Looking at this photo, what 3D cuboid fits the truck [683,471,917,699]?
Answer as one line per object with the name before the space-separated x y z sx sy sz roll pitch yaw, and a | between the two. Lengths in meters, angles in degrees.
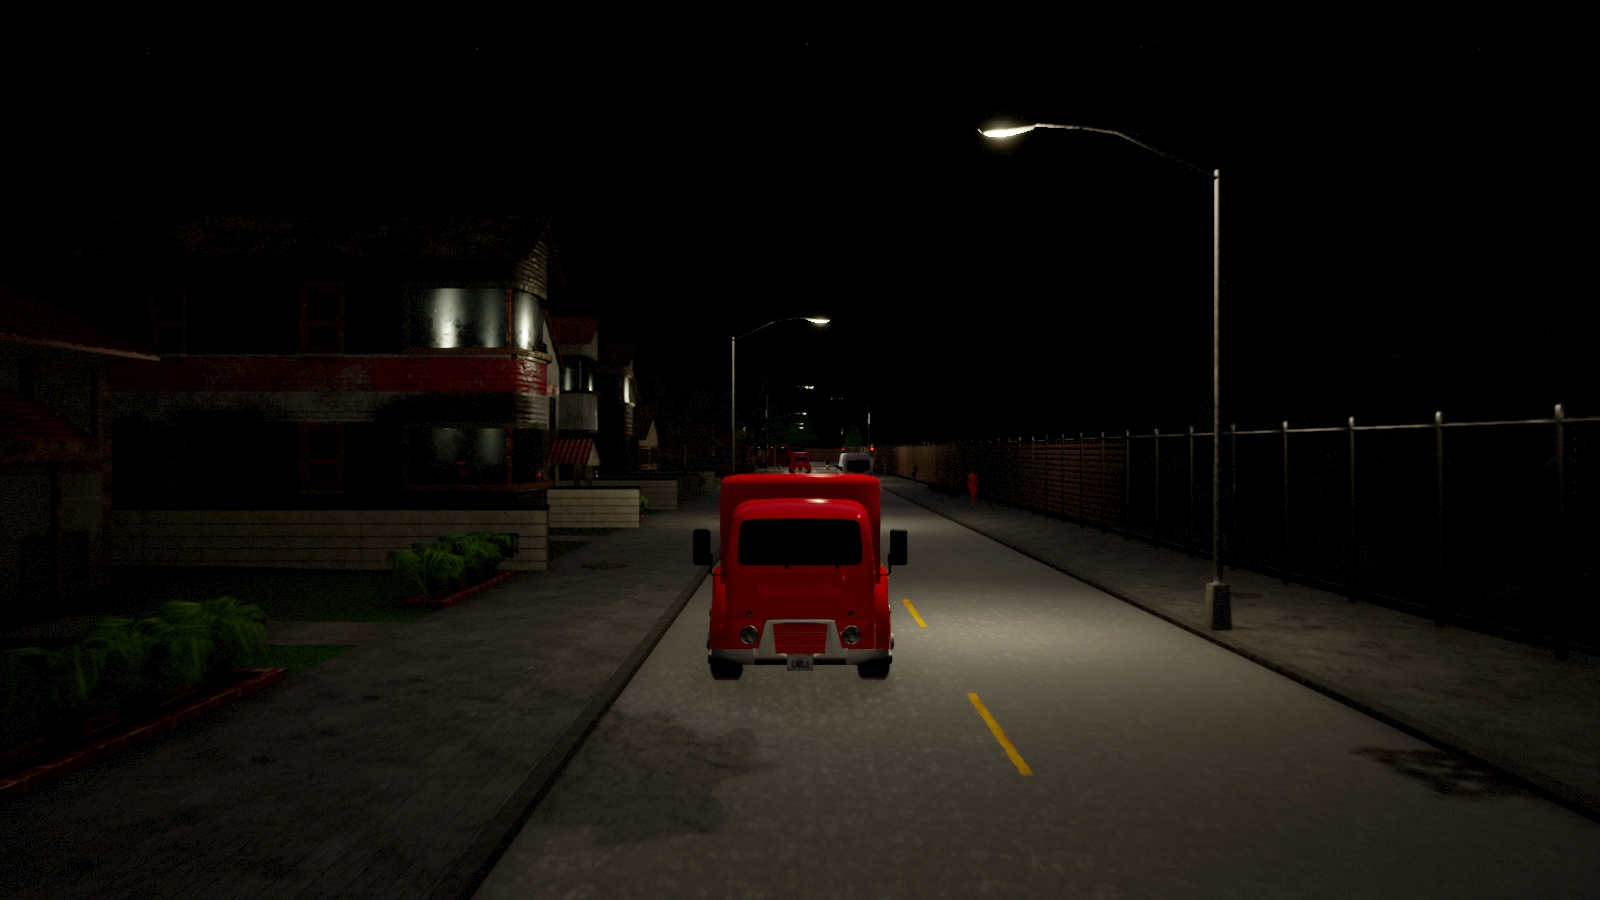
truck | 0.001 1.568 15.447 2.627 2.467 5.204 0 0 0
